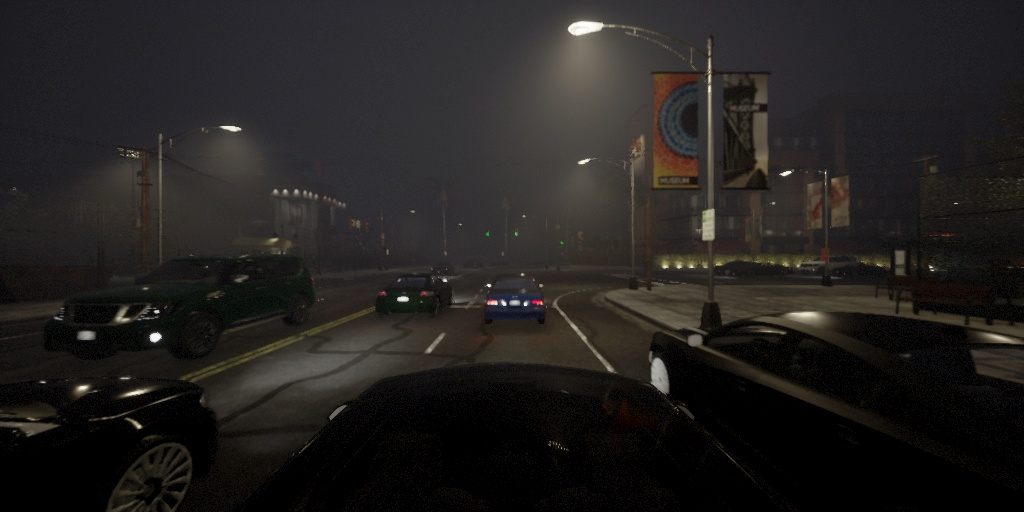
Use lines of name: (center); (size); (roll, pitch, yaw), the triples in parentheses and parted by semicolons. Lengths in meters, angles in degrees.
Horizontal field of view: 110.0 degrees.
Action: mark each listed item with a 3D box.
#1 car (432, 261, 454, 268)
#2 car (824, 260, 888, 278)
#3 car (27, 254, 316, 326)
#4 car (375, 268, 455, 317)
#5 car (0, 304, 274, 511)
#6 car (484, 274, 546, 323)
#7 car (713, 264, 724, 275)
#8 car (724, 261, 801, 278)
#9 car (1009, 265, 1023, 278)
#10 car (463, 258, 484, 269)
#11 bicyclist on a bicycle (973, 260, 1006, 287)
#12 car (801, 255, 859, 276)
car: (-7.070, 1.273, 36.913); (1.812, 1.442, 4.674); (0, 0, 0)
car: (32.817, 1.310, 34.002); (4.181, 1.385, 1.994); (0, 0, -1)
car: (-7.101, 0.971, 8.746); (2.150, 2.045, 5.566); (0, 0, 0)
car: (-3.408, 1.313, 13.210); (1.994, 1.385, 4.181); (0, 0, 0)
car: (-3.402, 1.240, 1.029); (2.128, 1.511, 4.902); (0, 0, 0)
car: (0.102, 1.297, 12.100); (2.033, 1.411, 5.357); (0, 0, 1)
car: (23.402, 1.251, 37.427); (4.892, 1.490, 1.837); (0, 0, 0)
car: (23.622, 1.294, 33.930); (5.357, 1.411, 2.033); (0, 0, -1)
car: (45.173, 1.309, 30.527); (4.181, 1.385, 1.994); (0, 0, -1)
car: (-5.983, 1.098, 56.450); (2.097, 1.767, 4.553); (0, 0, 14)
bicyclist on a bicycle: (26.073, 1.048, 19.470); (0.582, 1.620, 1.656); (0, 0, -1)
car: (33.249, 0.967, 37.503); (5.566, 2.045, 2.150); (0, 0, 0)
